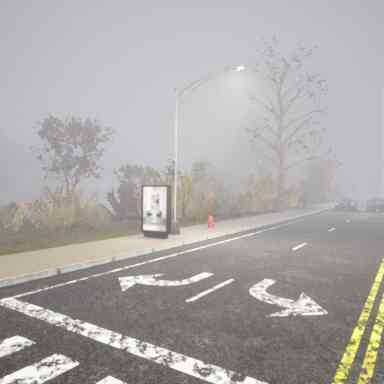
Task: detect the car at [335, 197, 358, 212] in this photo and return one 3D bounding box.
[{"bbox_3d":[18.550,1.390,39.865,2.097,1.767,4.553,0,0,30],"label":"car"}]

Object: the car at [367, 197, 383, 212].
[{"bbox_3d":[21.360,1.393,38.233,2.097,1.767,4.553,0,0,30],"label":"car"}]
